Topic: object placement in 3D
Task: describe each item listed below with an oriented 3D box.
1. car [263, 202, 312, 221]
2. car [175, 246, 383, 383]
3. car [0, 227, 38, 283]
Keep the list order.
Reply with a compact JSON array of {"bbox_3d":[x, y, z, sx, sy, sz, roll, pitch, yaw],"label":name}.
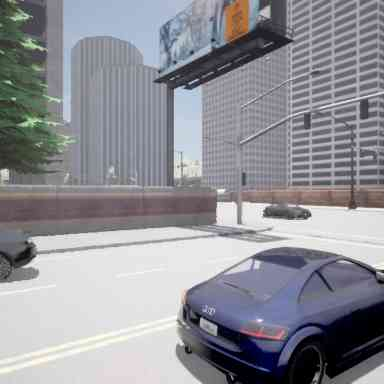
[{"bbox_3d":[7.889,1.563,27.784,1.994,1.385,4.181,0,0,-30],"label":"car"},{"bbox_3d":[1.837,1.564,5.099,4.181,1.385,1.994,0,0,-35],"label":"car"},{"bbox_3d":[-6.414,1.491,8.006,4.902,1.511,2.128,0,0,-35],"label":"car"}]
